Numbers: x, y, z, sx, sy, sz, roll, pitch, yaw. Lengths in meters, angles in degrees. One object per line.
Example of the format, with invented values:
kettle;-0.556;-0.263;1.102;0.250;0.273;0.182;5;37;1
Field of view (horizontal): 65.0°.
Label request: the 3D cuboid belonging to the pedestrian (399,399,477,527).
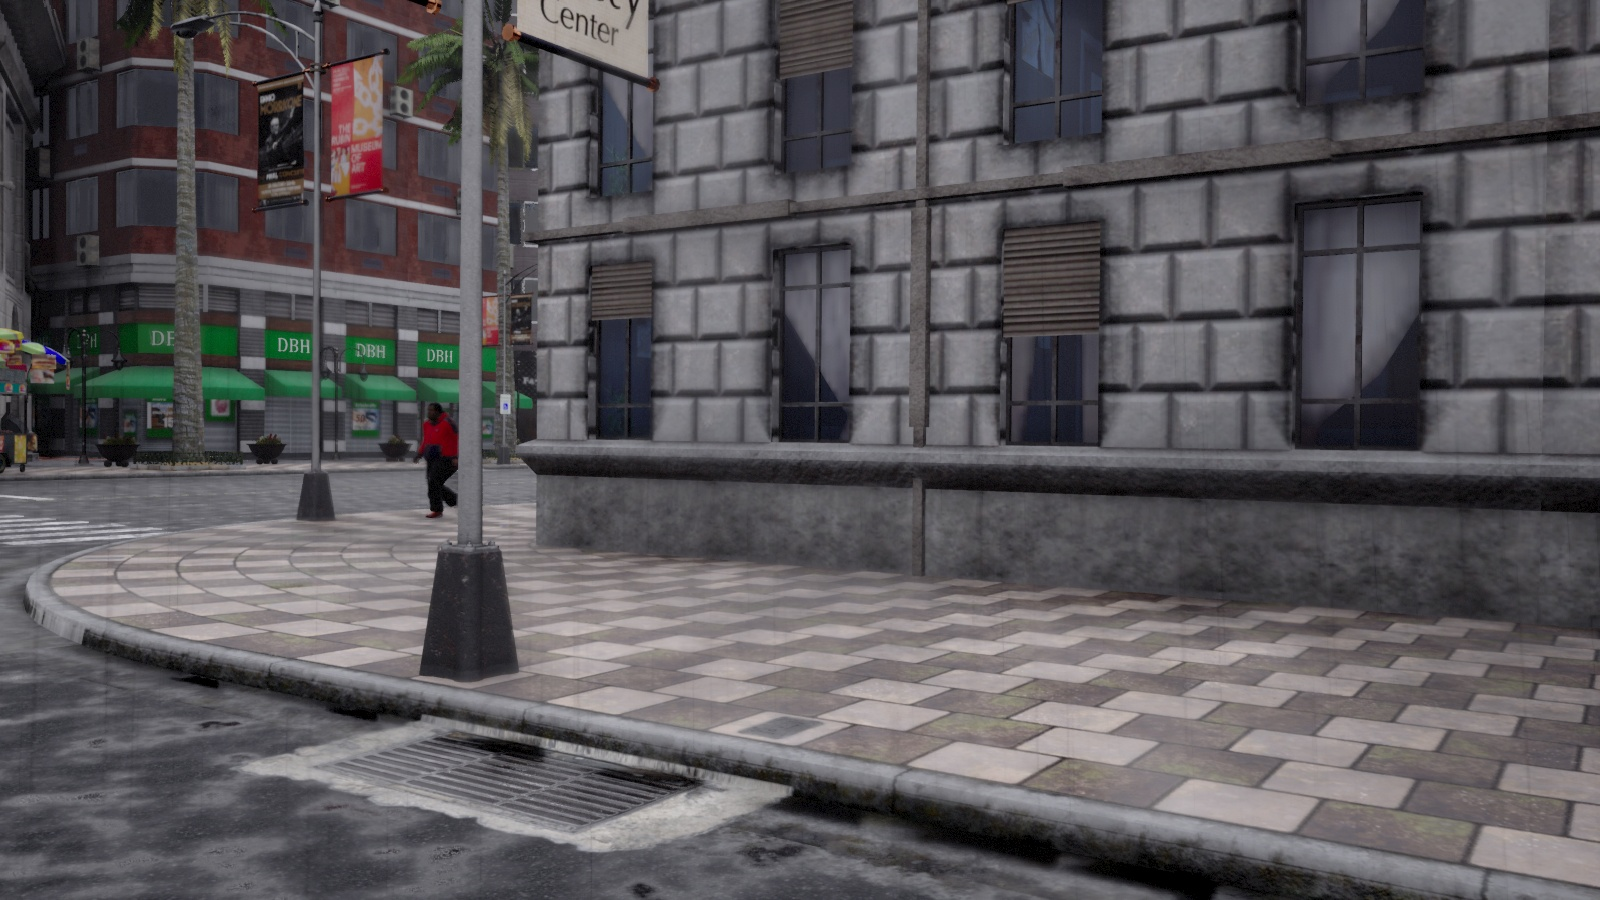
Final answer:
pedestrian;-5.363;0.182;18.626;0.634;1.844;0.899;0;1;42
